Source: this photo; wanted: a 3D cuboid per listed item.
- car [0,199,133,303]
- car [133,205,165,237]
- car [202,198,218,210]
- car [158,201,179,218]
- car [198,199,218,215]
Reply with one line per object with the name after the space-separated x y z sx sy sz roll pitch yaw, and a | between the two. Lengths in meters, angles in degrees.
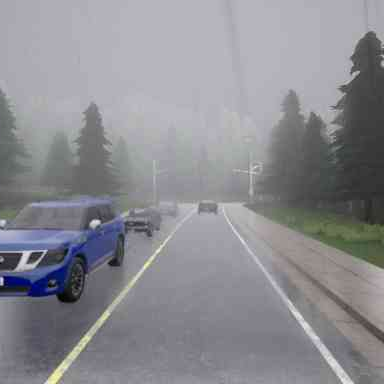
-3.313 1.224 8.632 2.150 2.045 5.566 0 0 3 | car
-2.880 1.609 18.453 1.895 1.301 4.718 0 0 2 | car
2.466 1.584 44.990 1.994 1.385 4.181 0 0 5 | car
-2.244 1.539 29.950 1.812 1.442 4.674 0 0 4 | car
1.689 1.493 34.535 1.882 1.535 5.008 0 0 5 | car
